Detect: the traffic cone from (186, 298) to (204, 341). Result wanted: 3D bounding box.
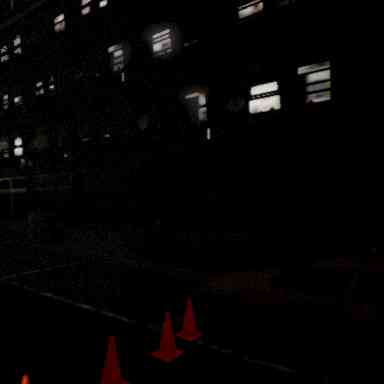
[{"bbox_3d":[-0.047,1.971,5.261,0.340,0.580,0.340,0,0,40],"label":"traffic cone"}]

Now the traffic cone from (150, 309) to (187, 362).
[{"bbox_3d":[-0.347,1.969,4.651,0.340,0.580,0.340,0,0,36],"label":"traffic cone"}]

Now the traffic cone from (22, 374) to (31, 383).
[{"bbox_3d":[-1.511,1.963,3.026,0.340,0.580,0.340,0,0,36],"label":"traffic cone"}]

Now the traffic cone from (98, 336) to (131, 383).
[{"bbox_3d":[-0.929,1.966,3.838,0.340,0.580,0.340,0,0,36],"label":"traffic cone"}]

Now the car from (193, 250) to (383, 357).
[{"bbox_3d":[2.270,1.543,4.936,4.829,1.417,1.752,0,-2,36],"label":"car"}]
